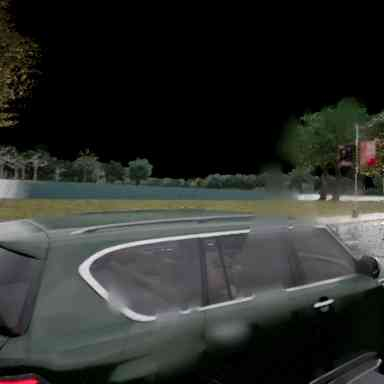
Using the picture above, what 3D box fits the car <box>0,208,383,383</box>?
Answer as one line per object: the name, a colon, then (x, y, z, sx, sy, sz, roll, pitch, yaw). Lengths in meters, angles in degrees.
car: (0.506, 1.215, 3.799, 5.566, 2.045, 2.150, 0, 0, -35)
